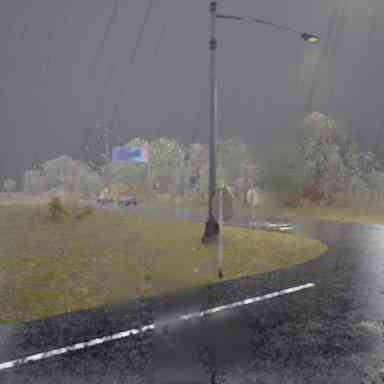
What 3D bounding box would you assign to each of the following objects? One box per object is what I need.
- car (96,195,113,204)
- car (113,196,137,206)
[{"bbox_3d":[-15.991,1.252,61.039,2.097,1.767,4.553,0,0,-34],"label":"car"},{"bbox_3d":[-10.324,1.423,52.547,1.837,1.490,4.892,0,0,-33],"label":"car"}]
